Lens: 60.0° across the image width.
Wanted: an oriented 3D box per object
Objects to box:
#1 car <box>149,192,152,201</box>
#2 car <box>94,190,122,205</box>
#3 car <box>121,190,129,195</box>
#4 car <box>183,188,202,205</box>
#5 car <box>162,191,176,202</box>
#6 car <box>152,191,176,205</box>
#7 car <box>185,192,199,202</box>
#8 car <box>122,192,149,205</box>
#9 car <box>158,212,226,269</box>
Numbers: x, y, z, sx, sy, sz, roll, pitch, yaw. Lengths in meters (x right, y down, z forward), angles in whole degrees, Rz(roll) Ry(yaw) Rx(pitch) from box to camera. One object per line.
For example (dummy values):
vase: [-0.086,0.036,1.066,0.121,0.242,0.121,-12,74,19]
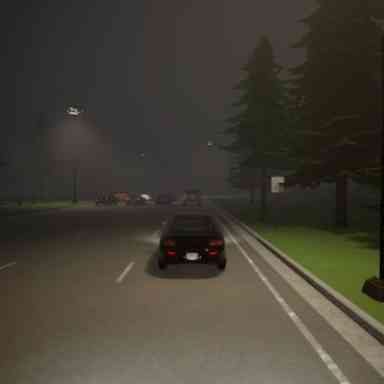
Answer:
car: [-6.969,0.686,51.397,1.812,1.442,4.674,0,1,0]
car: [-10.476,0.877,40.981,2.033,1.411,5.357,0,1,0]
car: [-10.469,0.512,51.367,2.097,1.767,4.553,0,1,0]
car: [0.024,0.551,41.000,2.150,2.045,5.566,0,1,0]
car: [-3.469,0.638,51.394,1.882,1.535,5.008,0,1,0]
car: [-3.475,0.887,41.394,1.994,1.385,4.181,0,1,0]
car: [0.031,0.708,51.393,2.033,1.411,5.357,0,1,0]
car: [-6.975,0.923,41.427,1.895,1.301,4.718,0,1,0]
car: [0.006,1.354,10.366,1.812,1.442,4.674,0,1,0]
